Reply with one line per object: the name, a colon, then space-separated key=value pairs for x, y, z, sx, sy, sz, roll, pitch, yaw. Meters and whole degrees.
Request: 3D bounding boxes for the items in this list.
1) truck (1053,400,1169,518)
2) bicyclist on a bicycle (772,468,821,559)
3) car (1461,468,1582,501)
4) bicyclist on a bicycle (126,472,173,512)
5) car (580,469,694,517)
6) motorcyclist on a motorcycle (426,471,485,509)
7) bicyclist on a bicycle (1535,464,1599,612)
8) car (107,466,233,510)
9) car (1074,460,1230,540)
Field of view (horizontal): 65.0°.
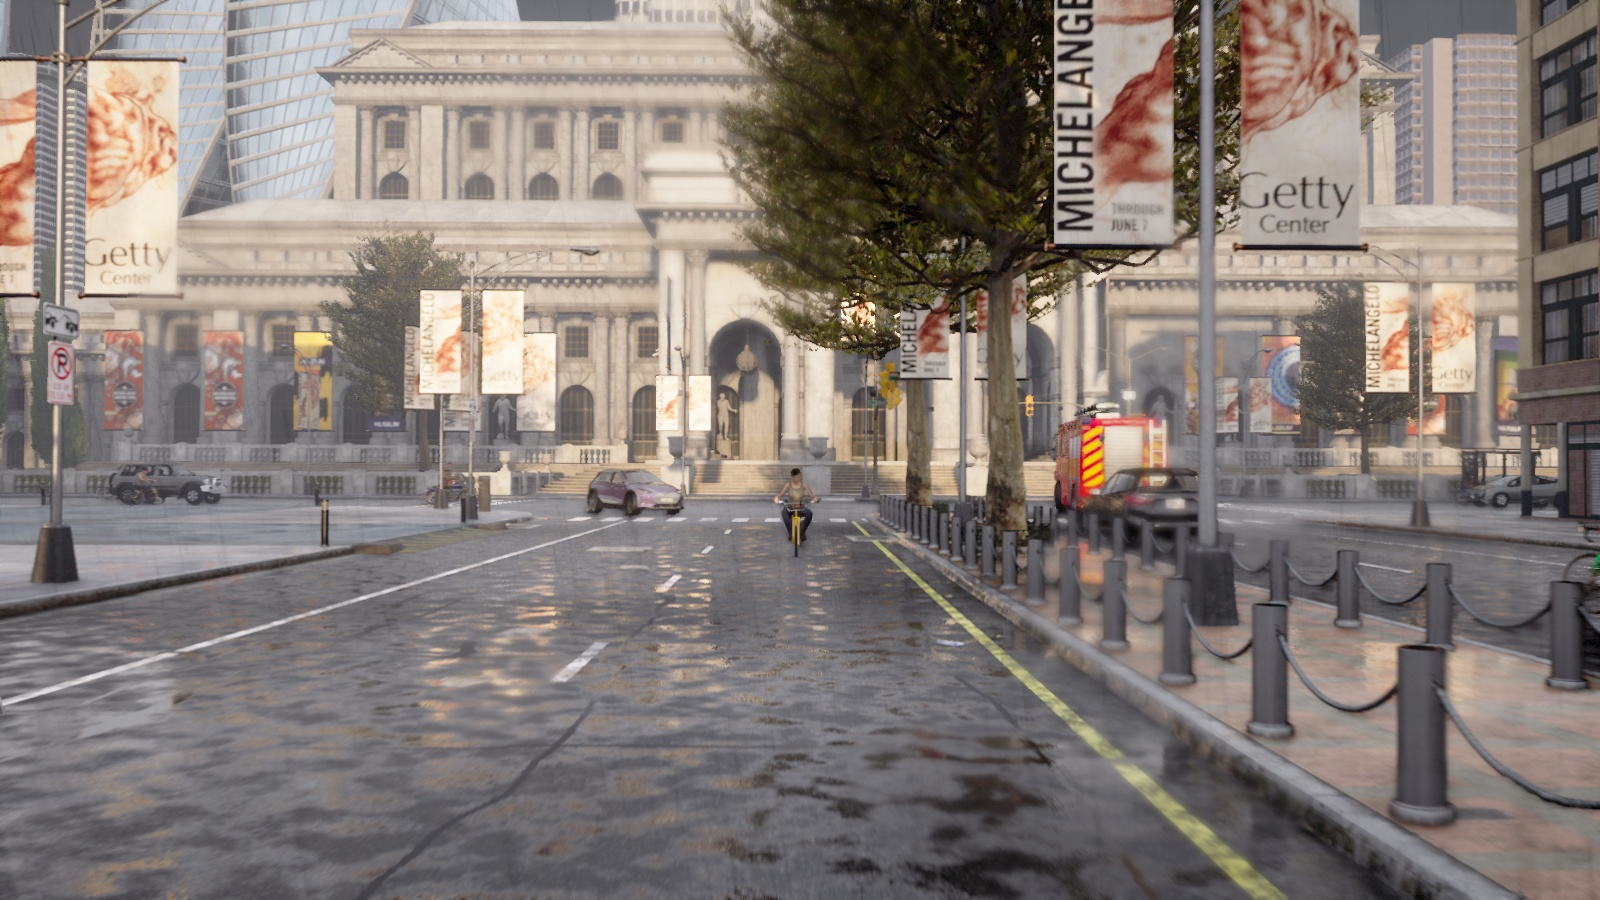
truck: x=10.985 y=0.363 z=45.184 sx=2.891 sy=3.827 sz=8.468 roll=-1 pitch=-1 yaw=6
bicyclist on a bicycle: x=-0.063 y=1.137 z=23.020 sx=0.866 sy=1.612 sz=1.509 roll=0 pitch=-1 yaw=0
car: x=33.744 y=1.612 z=58.831 sx=4.514 sy=1.525 sz=2.007 roll=0 pitch=-1 yaw=0
bicyclist on a bicycle: x=-26.893 y=1.728 z=51.914 sx=1.509 sy=1.612 sz=0.866 roll=0 pitch=-1 yaw=0
car: x=-5.986 y=1.531 z=45.517 sx=2.033 sy=1.649 sz=4.856 roll=1 pitch=-1 yaw=-36
motorcyclist on a motorcycle: x=-15.194 y=1.754 z=55.405 sx=2.350 sy=1.649 sz=0.766 roll=0 pitch=-1 yaw=0
bicyclist on a bicycle: x=9.076 y=0.962 z=13.786 sx=0.582 sy=1.620 sz=1.656 roll=2 pitch=-2 yaw=-28
car: x=-27.754 y=1.671 z=55.420 sx=4.605 sy=1.855 sz=1.932 roll=0 pitch=-1 yaw=0
car: x=7.928 y=1.107 z=28.781 sx=2.242 sy=1.667 sz=4.611 roll=0 pitch=-1 yaw=0
